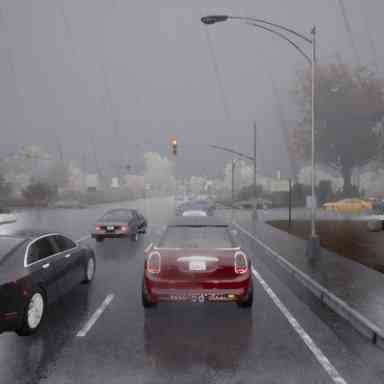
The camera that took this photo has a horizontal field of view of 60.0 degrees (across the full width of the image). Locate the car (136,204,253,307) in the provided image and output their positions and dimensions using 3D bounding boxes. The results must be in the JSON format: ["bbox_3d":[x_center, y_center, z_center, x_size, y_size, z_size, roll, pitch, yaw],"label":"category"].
[{"bbox_3d":[0.107,1.352,8.112,2.097,1.767,4.553,0,0,0],"label":"car"}]

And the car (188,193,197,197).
[{"bbox_3d":[0.085,1.517,85.385,1.812,1.442,4.674,0,0,0],"label":"car"}]

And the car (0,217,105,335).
[{"bbox_3d":[-3.393,1.505,6.699,1.837,1.490,4.892,0,0,0],"label":"car"}]

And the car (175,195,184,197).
[{"bbox_3d":[-3.415,1.545,85.354,1.994,1.385,4.181,0,0,0],"label":"car"}]

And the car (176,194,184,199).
[{"bbox_3d":[-3.365,1.402,95.380,1.994,1.385,4.181,0,0,1],"label":"car"}]

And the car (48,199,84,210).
[{"bbox_3d":[-15.742,1.564,41.682,4.181,1.385,1.994,0,0,3],"label":"car"}]

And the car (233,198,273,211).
[{"bbox_3d":[7.404,1.505,40.677,4.892,1.490,1.837,0,0,8],"label":"car"}]

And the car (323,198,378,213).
[{"bbox_3d":[16.936,1.476,36.304,5.008,1.535,1.882,0,0,3],"label":"car"}]

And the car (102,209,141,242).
[{"bbox_3d":[-3.387,1.547,16.358,2.033,1.411,5.357,0,0,0],"label":"car"}]

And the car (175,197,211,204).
[{"bbox_3d":[0.342,1.564,34.853,4.181,1.385,1.994,0,0,-25],"label":"car"}]

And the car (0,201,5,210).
[{"bbox_3d":[-24.445,1.504,38.676,4.892,1.490,1.837,0,0,3],"label":"car"}]

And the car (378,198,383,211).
[{"bbox_3d":[21.171,1.501,39.578,4.892,1.490,1.837,0,0,3],"label":"car"}]
